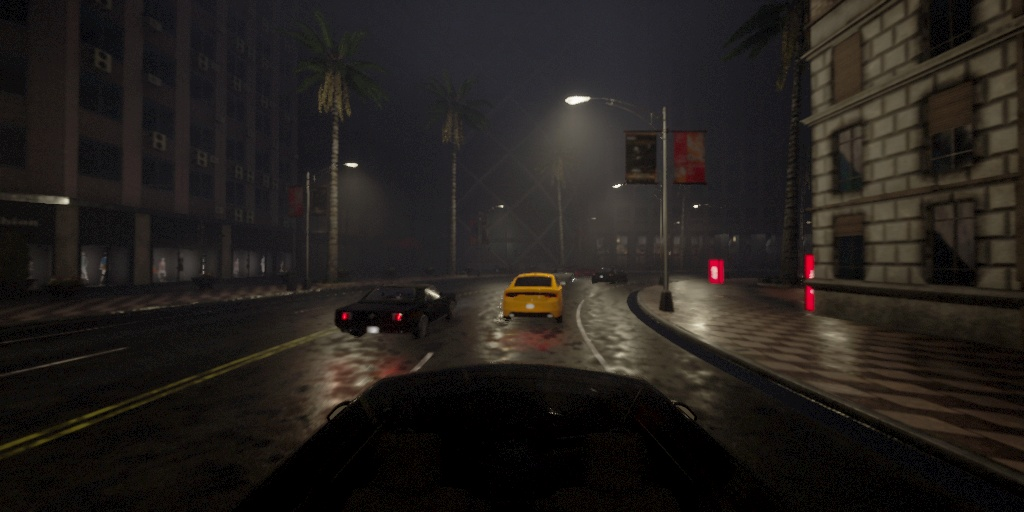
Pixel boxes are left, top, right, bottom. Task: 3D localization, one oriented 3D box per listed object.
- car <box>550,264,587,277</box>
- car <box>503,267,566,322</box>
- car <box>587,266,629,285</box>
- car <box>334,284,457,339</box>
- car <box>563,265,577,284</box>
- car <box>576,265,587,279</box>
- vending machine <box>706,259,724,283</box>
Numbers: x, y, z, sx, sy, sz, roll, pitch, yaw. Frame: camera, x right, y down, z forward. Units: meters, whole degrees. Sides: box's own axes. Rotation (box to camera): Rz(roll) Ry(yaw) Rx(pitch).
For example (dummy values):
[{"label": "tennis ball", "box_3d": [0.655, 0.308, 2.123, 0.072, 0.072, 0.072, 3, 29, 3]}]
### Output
[{"label": "car", "box_3d": [6.930, 1.769, 43.976, 4.674, 1.442, 1.812, 1, -1, -38]}, {"label": "car", "box_3d": [0.916, 1.361, 13.123, 1.882, 1.535, 5.008, 0, 0, 9]}, {"label": "car", "box_3d": [8.328, 1.647, 30.234, 1.994, 1.385, 4.181, -1, -1, 36]}, {"label": "car", "box_3d": [-3.011, 1.454, 10.502, 1.895, 1.301, 4.718, 0, -1, 5]}, {"label": "car", "box_3d": [3.371, 1.672, 29.272, 1.895, 1.301, 4.718, 0, -1, 31]}, {"label": "car", "box_3d": [7.677, 1.761, 40.005, 4.181, 1.385, 1.994, 1, -1, -41]}, {"label": "vending machine", "box_3d": [16.388, 1.261, 28.768, 1.100, 2.100, 0.880, 0, 0, 45]}]
